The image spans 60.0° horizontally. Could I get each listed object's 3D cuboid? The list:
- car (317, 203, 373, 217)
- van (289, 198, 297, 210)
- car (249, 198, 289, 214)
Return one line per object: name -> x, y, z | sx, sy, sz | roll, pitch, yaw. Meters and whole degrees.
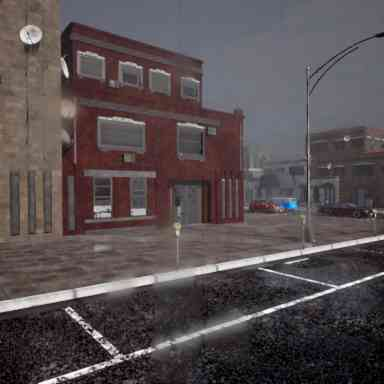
car -> 15.684, 1.794, 34.180 | 2.033, 1.411, 5.357 | -1, 0, -37
van -> 12.875, 1.705, 47.255 | 1.690, 1.788, 3.998 | -2, 0, -38
car -> 9.433, 1.743, 42.264 | 2.097, 1.767, 4.553 | -1, 0, -38
